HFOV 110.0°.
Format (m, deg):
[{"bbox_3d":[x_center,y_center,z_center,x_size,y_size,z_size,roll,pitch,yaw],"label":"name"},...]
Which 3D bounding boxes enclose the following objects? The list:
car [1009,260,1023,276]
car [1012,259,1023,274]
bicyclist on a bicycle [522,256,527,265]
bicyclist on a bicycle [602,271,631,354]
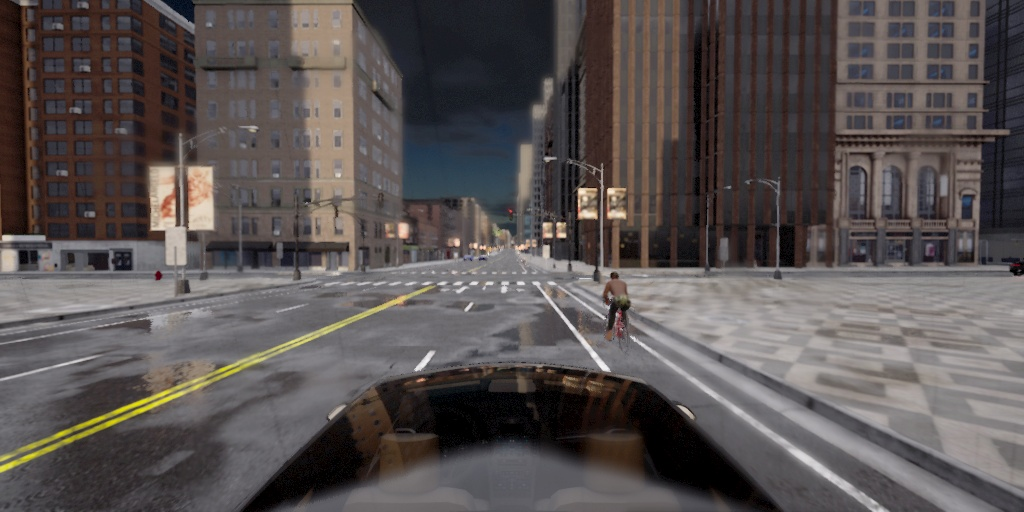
[{"bbox_3d":[43.700,0.931,29.133,4.892,1.490,1.837,0,1,1],"label":"car"},{"bbox_3d":[48.570,0.935,32.199,4.718,1.301,1.895,0,1,0],"label":"car"},{"bbox_3d":[2.206,0.836,64.475,0.866,1.612,1.509,0,0,0],"label":"bicyclist on a bicycle"},{"bbox_3d":[2.251,1.164,7.730,0.582,1.620,1.656,0,0,0],"label":"bicyclist on a bicycle"}]
